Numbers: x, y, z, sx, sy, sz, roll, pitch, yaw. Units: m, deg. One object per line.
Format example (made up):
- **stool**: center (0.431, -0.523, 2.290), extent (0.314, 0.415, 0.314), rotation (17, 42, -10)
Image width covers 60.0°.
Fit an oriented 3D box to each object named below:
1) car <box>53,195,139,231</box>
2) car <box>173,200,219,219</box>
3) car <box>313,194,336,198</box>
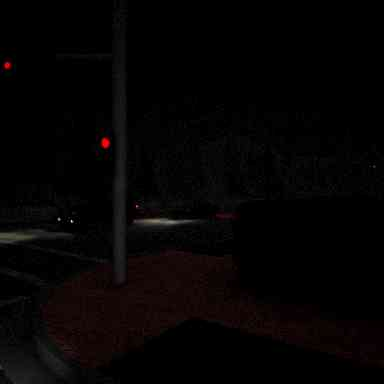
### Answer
- **car**: center (-5.952, 1.221, 21.344), extent (2.150, 2.045, 5.566), rotation (0, 0, 38)
- **car**: center (0.404, 1.478, 29.367), extent (1.882, 1.535, 5.008), rotation (0, 0, 39)
- **car**: center (14.430, 1.221, 35.518), extent (2.150, 2.045, 5.566), rotation (0, 0, 39)
